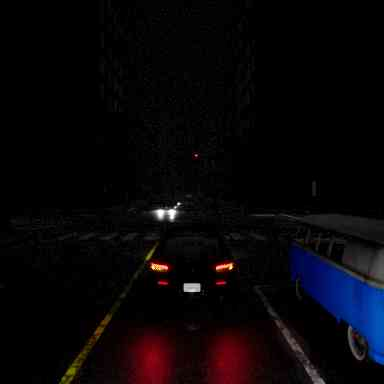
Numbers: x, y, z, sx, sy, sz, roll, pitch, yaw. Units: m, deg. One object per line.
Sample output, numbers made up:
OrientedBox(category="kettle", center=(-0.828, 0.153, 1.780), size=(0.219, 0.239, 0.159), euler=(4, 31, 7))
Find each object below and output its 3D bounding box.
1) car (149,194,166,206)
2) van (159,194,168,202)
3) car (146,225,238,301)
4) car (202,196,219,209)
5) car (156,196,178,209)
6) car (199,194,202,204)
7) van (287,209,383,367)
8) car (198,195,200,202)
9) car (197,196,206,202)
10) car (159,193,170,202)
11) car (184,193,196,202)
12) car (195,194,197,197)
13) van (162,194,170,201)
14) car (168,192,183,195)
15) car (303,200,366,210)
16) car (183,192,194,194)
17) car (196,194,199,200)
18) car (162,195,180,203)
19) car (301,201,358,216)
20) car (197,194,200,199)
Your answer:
OrientedBox(category="car", center=(-6.020, 1.300, 55.622), size=(2.192, 1.841, 5.009), euler=(0, 0, -1))
OrientedBox(category="van", center=(-6.244, 1.312, 72.198), size=(1.690, 1.788, 3.998), euler=(0, 0, -1))
OrientedBox(category="car", center=(0.001, 1.525, 8.175), size=(1.812, 1.442, 4.674), euler=(0, 0, 0))
OrientedBox(category="car", center=(2.653, 1.516, 44.857), size=(1.752, 1.417, 4.829), euler=(0, 0, -1))
OrientedBox(category="car", center=(-3.299, 1.592, 44.706), size=(1.895, 1.301, 4.718), euler=(0, 0, -1))
OrientedBox(category="car", center=(2.580, 1.428, 50.212), size=(1.967, 1.590, 4.097), euler=(0, 0, -1))
OrientedBox(category="van", center=(2.855, 1.341, 5.497), size=(1.690, 1.788, 3.998), euler=(0, 0, 0))
OrientedBox(category="car", center=(2.506, 1.536, 55.737), size=(2.008, 1.369, 4.403), euler=(0, 0, -1))
OrientedBox(category="car", center=(2.206, 1.547, 77.839), size=(1.802, 1.307, 4.206), euler=(0, 0, -1))
OrientedBox(category="car", center=(-6.319, 1.280, 77.724), size=(2.192, 1.841, 5.009), euler=(0, 0, -1))
OrientedBox(category="car", center=(-0.603, 1.562, 74.243), size=(1.895, 1.301, 4.718), euler=(0, 0, -1))
OrientedBox(category="car", center=(2.281, 1.522, 72.314), size=(2.008, 1.369, 4.403), euler=(0, 0, -1))
OrientedBox(category="van", center=(-6.391, 1.300, 83.248), size=(1.690, 1.788, 3.998), euler=(0, 0, -1))
OrientedBox(category="car", center=(-3.532, 1.327, 69.021), size=(2.097, 1.767, 4.553), euler=(0, 0, -1))
OrientedBox(category="car", center=(12.488, 1.498, 28.857), size=(4.892, 1.490, 1.837), euler=(0, 0, -1))
OrientedBox(category="car", center=(-0.737, 1.077, 84.243), size=(2.150, 2.045, 5.566), euler=(0, 0, -1))
OrientedBox(category="car", center=(2.356, 1.521, 66.789), size=(1.887, 1.381, 4.507), euler=(0, 0, -1))
OrientedBox(category="car", center=(-3.425, 1.550, 54.662), size=(1.994, 1.385, 4.181), euler=(0, 0, -1))
OrientedBox(category="car", center=(13.195, 1.584, 32.115), size=(4.718, 1.301, 1.895), euler=(0, 0, -1))
OrientedBox(category="car", center=(2.431, 1.547, 61.263), size=(1.947, 1.339, 4.313), euler=(0, 0, -1))
